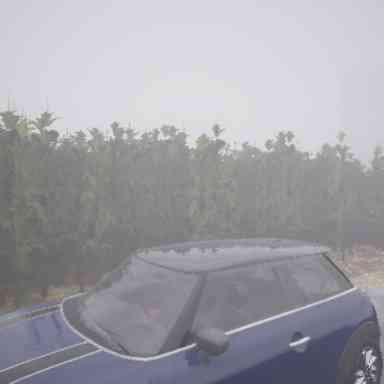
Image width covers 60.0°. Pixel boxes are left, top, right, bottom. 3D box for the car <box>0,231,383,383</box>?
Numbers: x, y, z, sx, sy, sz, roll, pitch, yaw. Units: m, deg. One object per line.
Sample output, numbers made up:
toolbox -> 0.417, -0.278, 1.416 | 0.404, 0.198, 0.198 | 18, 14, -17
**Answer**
car -> -0.070, 1.369, 3.412 | 4.553, 1.767, 2.097 | 1, 0, -35
